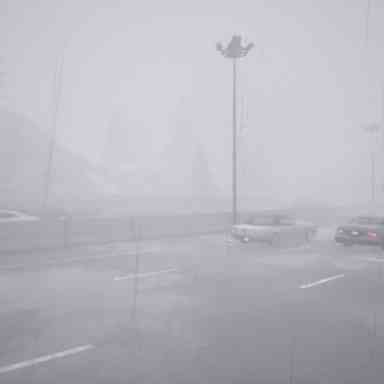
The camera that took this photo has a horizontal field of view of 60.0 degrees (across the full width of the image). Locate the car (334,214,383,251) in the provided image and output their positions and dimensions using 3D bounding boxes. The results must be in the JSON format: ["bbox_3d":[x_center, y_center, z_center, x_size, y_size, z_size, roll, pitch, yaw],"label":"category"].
[{"bbox_3d":[8.345,1.704,14.917,5.357,1.411,2.033,1,-1,-42],"label":"car"}]

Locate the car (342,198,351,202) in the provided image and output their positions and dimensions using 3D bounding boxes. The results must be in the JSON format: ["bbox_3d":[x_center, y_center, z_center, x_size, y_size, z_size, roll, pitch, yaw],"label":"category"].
[{"bbox_3d":[38.294,1.993,82.388,1.812,1.442,4.674,0,-1,21],"label":"car"}]

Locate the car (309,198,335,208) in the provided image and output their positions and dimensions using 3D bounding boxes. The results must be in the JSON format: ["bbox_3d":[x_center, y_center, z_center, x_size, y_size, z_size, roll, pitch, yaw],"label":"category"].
[{"bbox_3d":[18.647,1.965,46.932,1.882,1.535,5.008,0,-1,37],"label":"car"}]

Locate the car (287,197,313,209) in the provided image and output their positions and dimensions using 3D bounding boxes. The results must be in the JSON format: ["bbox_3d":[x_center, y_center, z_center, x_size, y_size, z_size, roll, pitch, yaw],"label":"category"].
[{"bbox_3d":[16.911,1.745,50.424,2.150,2.045,5.566,0,-1,37],"label":"car"}]

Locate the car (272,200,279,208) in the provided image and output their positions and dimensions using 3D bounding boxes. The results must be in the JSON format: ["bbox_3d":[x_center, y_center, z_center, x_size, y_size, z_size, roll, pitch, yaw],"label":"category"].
[{"bbox_3d":[16.576,2.207,62.190,1.994,1.385,4.181,0,-1,33],"label":"car"}]

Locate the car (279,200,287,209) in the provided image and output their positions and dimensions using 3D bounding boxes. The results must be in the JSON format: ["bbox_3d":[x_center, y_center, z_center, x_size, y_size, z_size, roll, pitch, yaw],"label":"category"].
[{"bbox_3d":[17.186,2.081,56.861,2.128,1.511,4.902,0,-1,35],"label":"car"}]

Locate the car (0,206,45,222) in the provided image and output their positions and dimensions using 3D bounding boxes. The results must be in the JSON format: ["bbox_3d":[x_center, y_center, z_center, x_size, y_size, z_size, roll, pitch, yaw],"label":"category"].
[{"bbox_3d":[-10.769,1.713,17.966,4.674,1.442,1.812,0,-1,-36],"label":"car"}]

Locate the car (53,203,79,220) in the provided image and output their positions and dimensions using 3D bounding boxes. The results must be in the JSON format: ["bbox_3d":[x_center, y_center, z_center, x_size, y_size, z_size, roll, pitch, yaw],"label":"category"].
[{"bbox_3d":[-11.830,1.747,25.922,5.008,1.535,1.882,0,-1,-38],"label":"car"}]

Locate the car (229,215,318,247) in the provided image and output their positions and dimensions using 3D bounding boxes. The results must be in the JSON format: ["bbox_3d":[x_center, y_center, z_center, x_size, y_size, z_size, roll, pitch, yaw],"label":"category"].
[{"bbox_3d":[4.041,1.767,15.891,4.718,1.301,1.895,1,-1,-41],"label":"car"}]

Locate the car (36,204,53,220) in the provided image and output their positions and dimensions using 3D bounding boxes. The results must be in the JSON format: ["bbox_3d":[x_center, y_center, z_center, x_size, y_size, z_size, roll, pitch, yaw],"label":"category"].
[{"bbox_3d":[-11.973,1.714,21.423,4.902,1.511,2.128,0,-1,-37],"label":"car"}]

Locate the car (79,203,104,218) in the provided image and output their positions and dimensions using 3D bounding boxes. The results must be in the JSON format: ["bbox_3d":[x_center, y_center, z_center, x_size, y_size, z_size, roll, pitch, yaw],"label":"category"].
[{"bbox_3d":[-10.726,1.816,31.304,4.902,1.511,2.128,1,-1,-40],"label":"car"}]
